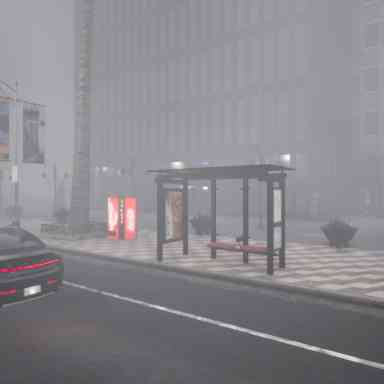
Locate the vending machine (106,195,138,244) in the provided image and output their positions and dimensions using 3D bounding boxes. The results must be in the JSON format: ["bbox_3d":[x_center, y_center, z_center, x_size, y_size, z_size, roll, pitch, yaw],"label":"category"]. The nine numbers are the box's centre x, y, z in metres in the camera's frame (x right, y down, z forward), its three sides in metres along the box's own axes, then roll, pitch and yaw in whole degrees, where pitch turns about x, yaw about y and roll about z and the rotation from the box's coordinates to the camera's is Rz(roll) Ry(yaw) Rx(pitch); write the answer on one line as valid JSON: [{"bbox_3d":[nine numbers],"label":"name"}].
[{"bbox_3d":[-3.186,1.195,15.179,0.880,2.100,1.100,0,0,35],"label":"vending machine"}]

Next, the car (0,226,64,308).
[{"bbox_3d":[-4.837,1.506,7.395,4.892,1.490,1.837,1,0,36],"label":"car"}]
